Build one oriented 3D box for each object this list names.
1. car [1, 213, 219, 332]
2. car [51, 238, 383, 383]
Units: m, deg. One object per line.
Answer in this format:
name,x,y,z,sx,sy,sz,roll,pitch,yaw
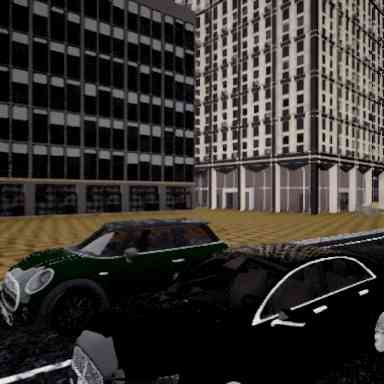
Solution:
car,-1.283,1.369,6.834,4.553,1.767,2.097,0,0,-36
car,0.961,1.521,4.444,4.892,1.490,1.837,0,0,-36
